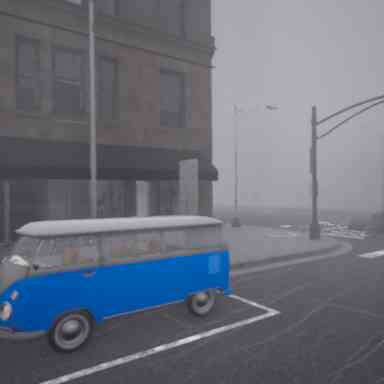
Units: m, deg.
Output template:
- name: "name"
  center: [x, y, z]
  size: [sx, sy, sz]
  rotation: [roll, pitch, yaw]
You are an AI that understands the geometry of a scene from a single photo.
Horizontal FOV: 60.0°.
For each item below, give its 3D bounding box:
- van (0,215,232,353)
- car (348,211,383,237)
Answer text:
- name: "van"
  center: [-1.160, 1.342, 5.833]
  size: [3.998, 1.788, 1.690]
  rotation: [0, -1, -35]
- name: "car"
  center: [10.538, 1.586, 16.202]
  size: [2.033, 1.411, 5.357]
  rotation: [0, 0, -35]
